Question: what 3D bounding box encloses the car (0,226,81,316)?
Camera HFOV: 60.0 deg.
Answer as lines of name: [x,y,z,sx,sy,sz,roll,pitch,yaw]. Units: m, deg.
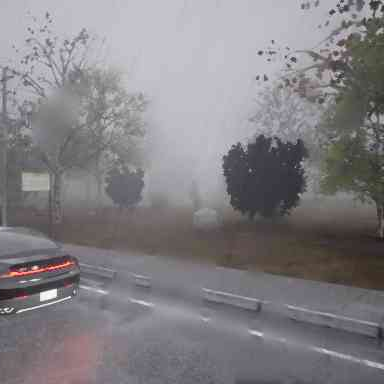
car: [-4.375,1.505,7.111,4.892,1.490,1.837,0,0,37]
